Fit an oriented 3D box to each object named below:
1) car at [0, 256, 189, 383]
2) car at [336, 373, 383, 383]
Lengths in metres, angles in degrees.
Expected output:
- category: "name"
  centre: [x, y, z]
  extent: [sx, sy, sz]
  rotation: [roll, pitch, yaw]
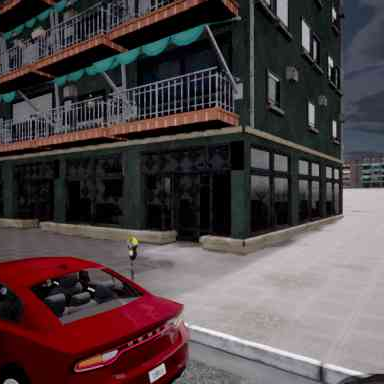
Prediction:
- category: "car"
  centre: [-2.138, 1.545, 4.389]
  extent: [4.507, 1.381, 1.887]
  rotation: [0, 0, 35]
- category: "car"
  centre: [2.460, 1.566, 1.129]
  extent: [4.313, 1.339, 1.947]
  rotation: [0, 0, 35]
